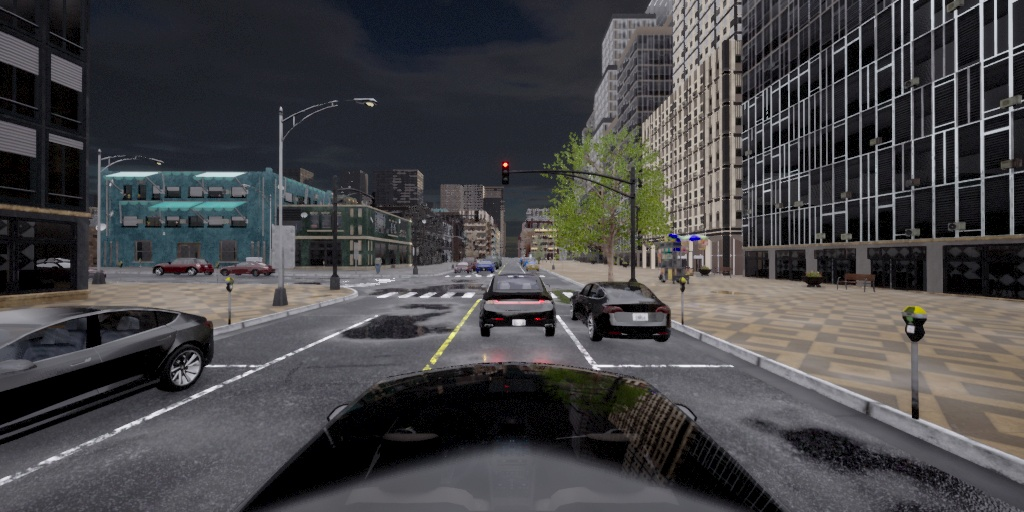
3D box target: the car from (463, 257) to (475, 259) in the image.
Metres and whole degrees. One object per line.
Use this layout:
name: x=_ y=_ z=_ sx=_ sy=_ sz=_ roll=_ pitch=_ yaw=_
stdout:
car: x=-5.679 y=1.068 z=47.636 sx=2.192 sy=1.841 sz=5.009 roll=0 pitch=0 yaw=0

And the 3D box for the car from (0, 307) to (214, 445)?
car: x=-5.689 y=1.316 z=4.069 sx=1.948 sy=1.339 sz=4.313 roll=0 pitch=0 yaw=0

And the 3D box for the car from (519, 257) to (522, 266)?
car: x=2.705 y=1.305 z=64.289 sx=2.007 sy=1.370 sz=4.403 roll=0 pitch=0 yaw=0

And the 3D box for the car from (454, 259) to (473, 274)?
car: x=-5.681 y=1.334 z=42.085 sx=1.802 sy=1.307 sz=4.207 roll=0 pitch=0 yaw=0

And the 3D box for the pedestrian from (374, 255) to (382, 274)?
pedestrian: x=-12.742 y=0.789 z=34.091 sx=0.375 sy=1.860 sz=0.375 roll=0 pitch=-1 yaw=-1

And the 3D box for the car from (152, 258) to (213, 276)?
car: x=-28.362 y=0.879 z=30.925 sx=4.097 sy=1.591 sz=1.967 roll=0 pitch=0 yaw=-1

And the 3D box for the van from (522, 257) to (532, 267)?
van: x=2.702 y=1.094 z=53.187 sx=1.690 sy=1.789 sz=3.998 roll=0 pitch=0 yaw=0

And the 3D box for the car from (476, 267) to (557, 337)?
car: x=0.112 y=1.242 z=10.277 sx=2.128 sy=1.511 sz=4.902 roll=0 pitch=0 yaw=-1

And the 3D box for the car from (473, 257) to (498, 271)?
car: x=-3.081 y=1.230 z=42.329 sx=1.882 sy=1.535 sz=5.008 roll=0 pitch=0 yaw=1

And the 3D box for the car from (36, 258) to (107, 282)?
car: x=-28.246 y=0.980 z=22.546 sx=4.207 sy=1.307 sz=1.802 roll=0 pitch=0 yaw=-1

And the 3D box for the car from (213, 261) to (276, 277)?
car: x=-22.815 y=1.090 z=31.002 sx=4.207 sy=1.307 sz=1.802 roll=0 pitch=0 yaw=-1

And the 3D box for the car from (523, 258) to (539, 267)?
car: x=2.701 y=1.278 z=47.806 sx=1.751 sy=1.417 sz=4.829 roll=0 pitch=0 yaw=0

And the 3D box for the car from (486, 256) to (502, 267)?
car: x=-3.063 y=0.975 z=53.659 sx=2.150 sy=2.045 sz=5.566 roll=0 pitch=0 yaw=0

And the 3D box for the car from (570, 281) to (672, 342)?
car: x=2.692 y=1.316 z=9.607 sx=1.948 sy=1.339 sz=4.313 roll=0 pitch=0 yaw=0
